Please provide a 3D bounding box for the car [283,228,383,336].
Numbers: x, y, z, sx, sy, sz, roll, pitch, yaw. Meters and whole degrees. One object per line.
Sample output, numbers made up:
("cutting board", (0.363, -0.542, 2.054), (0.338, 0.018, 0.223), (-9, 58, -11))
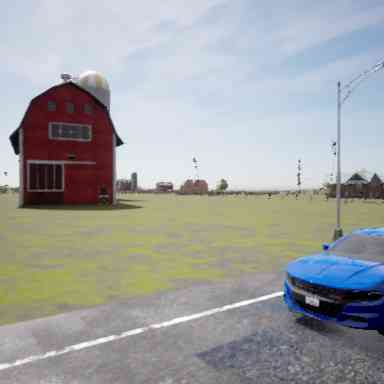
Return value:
("car", (3.983, 1.508, 6.804), (5.008, 1.535, 1.882), (1, 0, -35))
